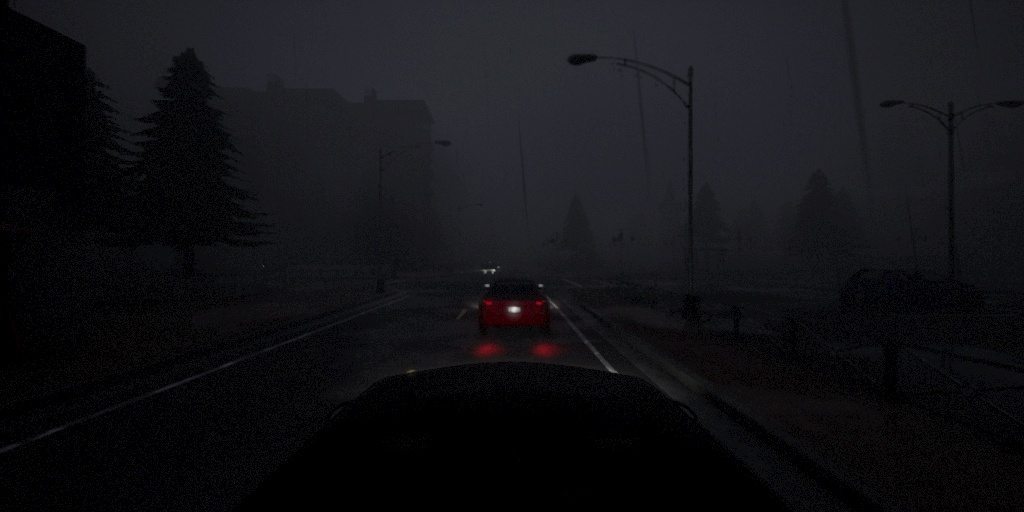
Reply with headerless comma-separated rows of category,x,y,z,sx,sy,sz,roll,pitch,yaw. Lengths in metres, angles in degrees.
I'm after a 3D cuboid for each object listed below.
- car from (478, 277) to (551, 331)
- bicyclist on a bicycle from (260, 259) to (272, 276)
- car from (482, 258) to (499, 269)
car,0.068,1.334,11.085,1.994,1.385,4.181,0,0,0
bicyclist on a bicycle,-22.978,1.135,33.444,0.582,1.620,1.656,0,0,-1
car,-3.559,1.433,57.069,1.994,1.385,4.181,0,0,1
